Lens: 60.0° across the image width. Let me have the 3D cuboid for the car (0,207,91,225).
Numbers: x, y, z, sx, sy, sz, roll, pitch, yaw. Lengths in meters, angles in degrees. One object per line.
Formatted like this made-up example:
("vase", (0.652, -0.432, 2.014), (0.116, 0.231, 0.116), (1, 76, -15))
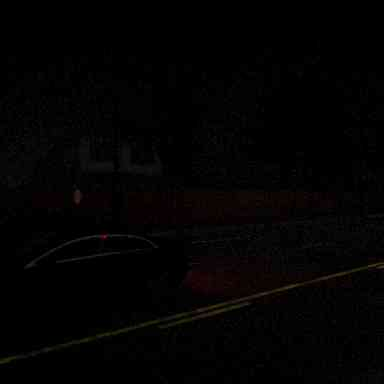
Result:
("car", (-4.712, 1.351, 9.230), (4.553, 1.767, 2.097), (0, 0, -35))

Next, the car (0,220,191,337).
("car", (-2.320, 1.492, 6.637), (4.902, 1.511, 2.128), (0, 0, -36))
